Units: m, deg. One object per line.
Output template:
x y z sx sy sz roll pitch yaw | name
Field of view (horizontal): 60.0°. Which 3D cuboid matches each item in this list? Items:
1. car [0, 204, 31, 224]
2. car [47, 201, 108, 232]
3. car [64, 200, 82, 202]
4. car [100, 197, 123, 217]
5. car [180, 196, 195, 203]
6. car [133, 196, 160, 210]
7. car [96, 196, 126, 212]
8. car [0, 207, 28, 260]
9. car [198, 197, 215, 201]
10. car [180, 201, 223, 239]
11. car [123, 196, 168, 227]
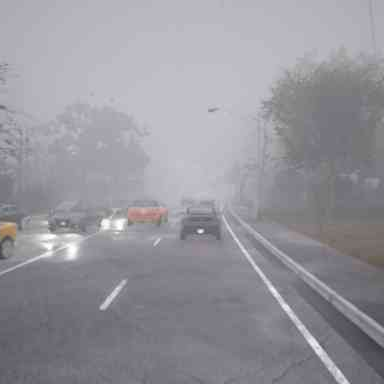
-10.222 1.390 17.115 2.128 1.511 4.902 0 0 2 | car
-6.636 1.453 19.299 1.994 1.385 4.181 0 0 2 | car
-9.733 1.370 27.054 1.812 1.442 4.674 0 0 4 | car
-6.090 1.325 29.270 2.128 1.511 4.902 0 0 4 | car
-0.587 1.316 51.297 1.895 1.301 4.718 0 0 6 | car
-5.340 1.269 39.513 2.128 1.511 4.902 0 0 5 | car
-9.020 1.292 37.338 1.837 1.490 4.892 0 0 4 | car
-6.950 1.421 9.368 1.882 1.535 5.008 0 0 1 | car
1.668 1.316 37.865 1.812 1.442 4.674 0 0 4 | car
0.457 1.412 16.664 1.837 1.490 4.892 0 0 2 | car
-2.813 1.227 22.071 2.097 1.767 4.553 0 0 3 | car
